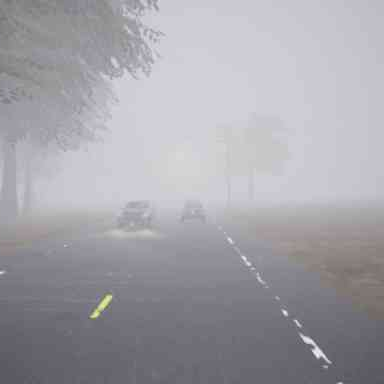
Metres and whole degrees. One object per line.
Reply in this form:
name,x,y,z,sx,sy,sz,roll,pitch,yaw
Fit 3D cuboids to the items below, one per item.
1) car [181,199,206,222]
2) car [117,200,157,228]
car,0.085,1.509,25.771,2.033,1.411,5.357,0,0,0
car,-3.512,1.323,21.869,2.097,1.767,4.553,0,0,0
